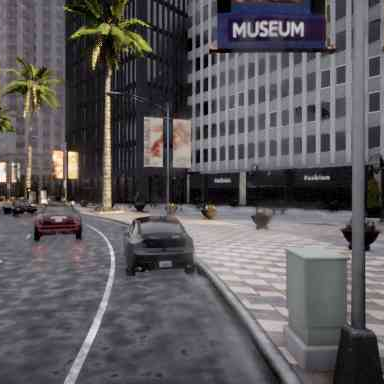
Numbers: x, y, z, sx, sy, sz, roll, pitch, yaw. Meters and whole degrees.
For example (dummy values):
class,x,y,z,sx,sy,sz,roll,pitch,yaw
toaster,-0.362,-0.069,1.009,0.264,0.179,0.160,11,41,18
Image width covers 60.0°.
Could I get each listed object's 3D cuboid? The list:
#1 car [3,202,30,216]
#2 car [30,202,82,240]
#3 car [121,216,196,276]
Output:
class,x,y,z,sx,sy,sz,roll,pitch,yaw
car,-16.693,1.584,31.987,1.895,1.301,4.718,0,0,-42
car,-6.922,1.344,17.267,2.097,1.767,4.553,0,0,-22
car,-1.179,1.503,10.450,1.837,1.490,4.892,0,0,-13
